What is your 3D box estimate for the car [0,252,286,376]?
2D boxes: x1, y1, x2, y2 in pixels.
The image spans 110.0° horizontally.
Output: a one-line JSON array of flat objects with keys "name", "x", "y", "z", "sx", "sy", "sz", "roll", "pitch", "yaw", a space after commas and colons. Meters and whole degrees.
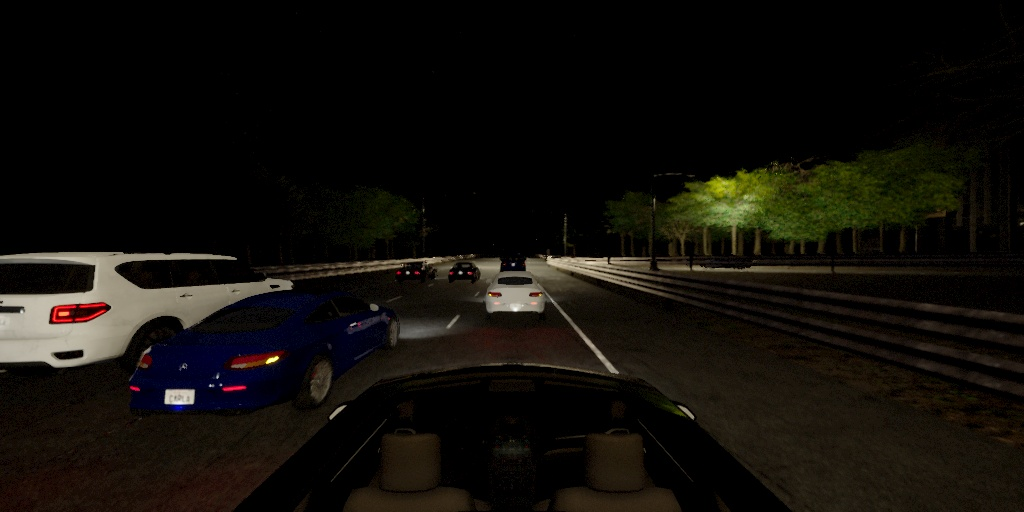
[{"name": "car", "x": -6.901, "y": 0.950, "z": 7.512, "sx": 2.150, "sy": 2.045, "sz": 5.566, "roll": 0, "pitch": 0, "yaw": 0}]

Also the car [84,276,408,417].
[{"name": "car", "x": -3.387, "y": 1.262, "z": 5.962, "sx": 1.812, "sy": 1.442, "sz": 4.674, "roll": 0, "pitch": 0, "yaw": 0}]

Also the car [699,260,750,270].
[{"name": "car", "x": 21.878, "y": 0.705, "z": 37.086, "sx": 1.812, "sy": 1.442, "sz": 4.674, "roll": 0, "pitch": -1, "yaw": -35}]

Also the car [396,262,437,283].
[{"name": "car", "x": -6.905, "y": 1.166, "z": 26.250, "sx": 2.033, "sy": 1.411, "sz": 5.357, "roll": 0, "pitch": 0, "yaw": 0}]

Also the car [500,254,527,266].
[{"name": "car", "x": 0.096, "y": 0.809, "z": 31.665, "sx": 2.150, "sy": 2.045, "sz": 5.566, "roll": 0, "pitch": 0, "yaw": 0}]

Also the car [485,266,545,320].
[{"name": "car", "x": 0.097, "y": 1.226, "z": 12.337, "sx": 1.812, "sy": 1.442, "sz": 4.674, "roll": 0, "pitch": 0, "yaw": 0}]

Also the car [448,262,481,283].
[{"name": "car", "x": -3.405, "y": 1.167, "z": 26.204, "sx": 2.033, "sy": 1.411, "sz": 5.357, "roll": 0, "pitch": 0, "yaw": 0}]
